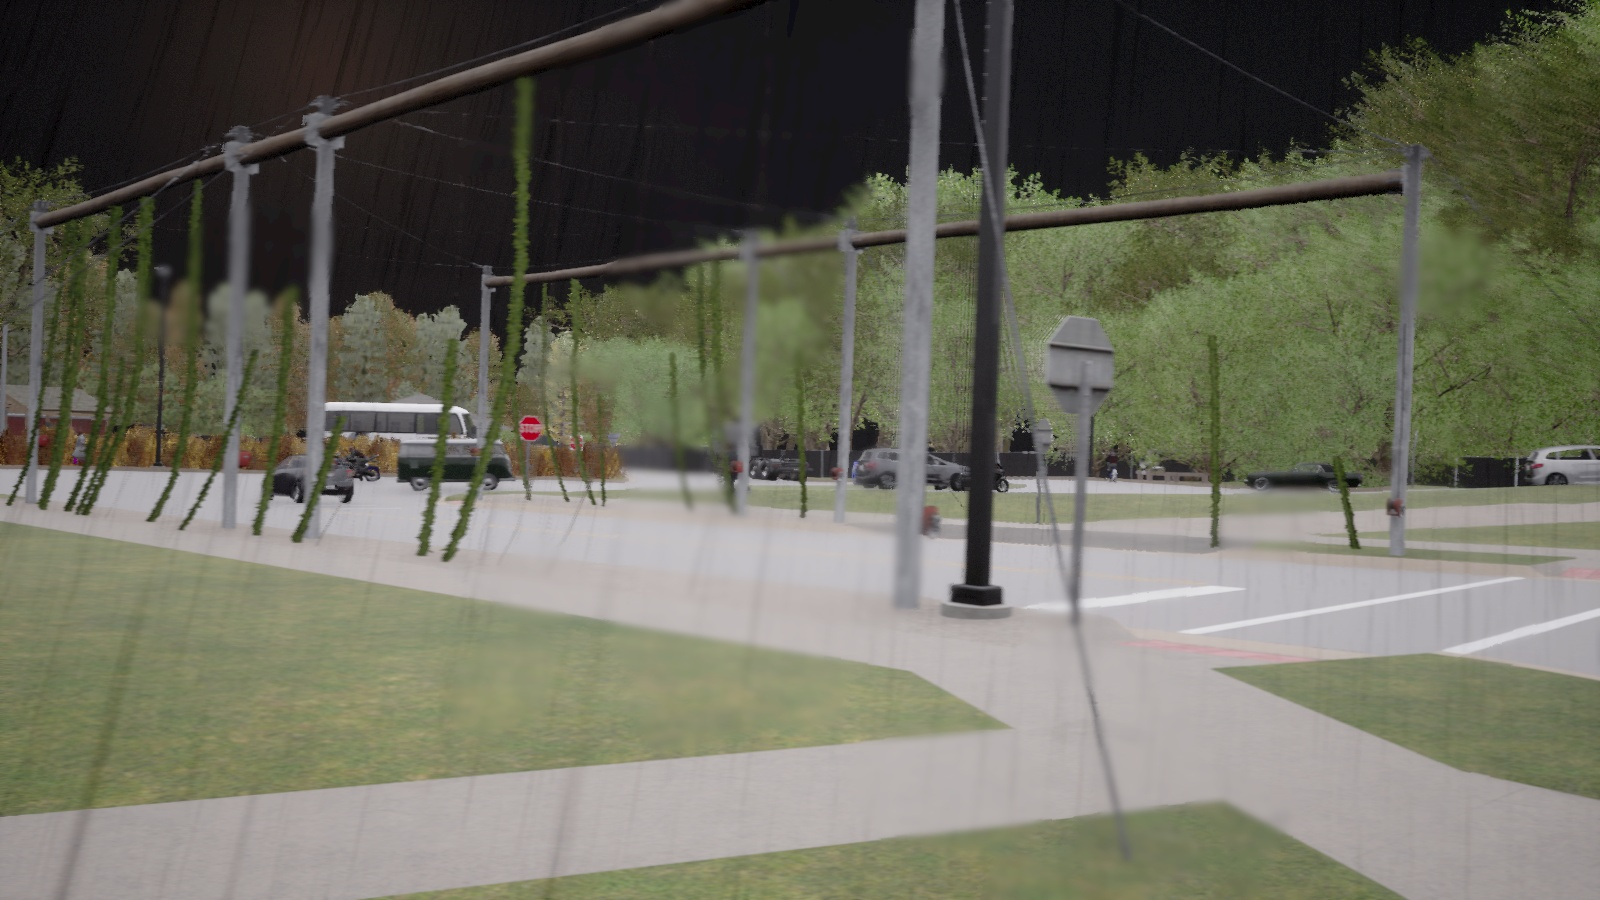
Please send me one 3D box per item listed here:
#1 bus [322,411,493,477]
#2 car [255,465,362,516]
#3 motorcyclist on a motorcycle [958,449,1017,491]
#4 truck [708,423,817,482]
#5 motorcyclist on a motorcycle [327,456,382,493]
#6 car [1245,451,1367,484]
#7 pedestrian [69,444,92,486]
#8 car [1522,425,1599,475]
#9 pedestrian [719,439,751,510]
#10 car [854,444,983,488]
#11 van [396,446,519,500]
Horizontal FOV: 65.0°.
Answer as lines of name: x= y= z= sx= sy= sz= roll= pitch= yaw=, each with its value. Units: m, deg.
bus: x=-26.102 y=-0.384 z=84.049 sx=10.273 sy=4.253 sz=3.944 roll=0 pitch=0 yaw=-4
car: x=-15.293 y=1.225 z=38.978 sx=1.845 sy=1.501 sz=3.633 roll=1 pitch=-1 yaw=-44
motorcyclist on a motorcycle: x=7.035 y=0.740 z=47.096 sx=2.044 sy=1.523 sz=0.797 roll=0 pitch=0 yaw=-18
truck: x=-2.425 y=0.127 z=77.876 sx=2.891 sy=3.462 sz=7.936 roll=0 pitch=0 yaw=-34
motorcyclist on a motorcycle: x=-18.921 y=1.035 z=53.359 sx=2.191 sy=1.530 sz=0.866 roll=0 pitch=1 yaw=-21
car: x=21.756 y=0.742 z=54.027 sx=4.718 sy=1.301 sz=1.895 roll=-2 pitch=-1 yaw=26
pedestrian: x=-33.533 y=0.712 z=58.511 sx=0.873 sy=1.952 sz=0.659 roll=1 pitch=0 yaw=-26
car: x=29.831 y=-0.102 z=46.883 sx=4.611 sy=1.667 sz=2.242 roll=-4 pitch=-1 yaw=21
pedestrian: x=-1.821 y=0.680 z=34.942 sx=0.788 sy=1.949 sz=0.423 roll=1 pitch=0 yaw=42
car: x=4.690 y=0.626 z=50.078 sx=4.611 sy=1.667 sz=2.242 roll=0 pitch=-1 yaw=-15
van: x=-13.333 y=0.865 z=48.858 sx=4.442 sy=1.987 sz=1.775 roll=-1 pitch=1 yaw=-19
